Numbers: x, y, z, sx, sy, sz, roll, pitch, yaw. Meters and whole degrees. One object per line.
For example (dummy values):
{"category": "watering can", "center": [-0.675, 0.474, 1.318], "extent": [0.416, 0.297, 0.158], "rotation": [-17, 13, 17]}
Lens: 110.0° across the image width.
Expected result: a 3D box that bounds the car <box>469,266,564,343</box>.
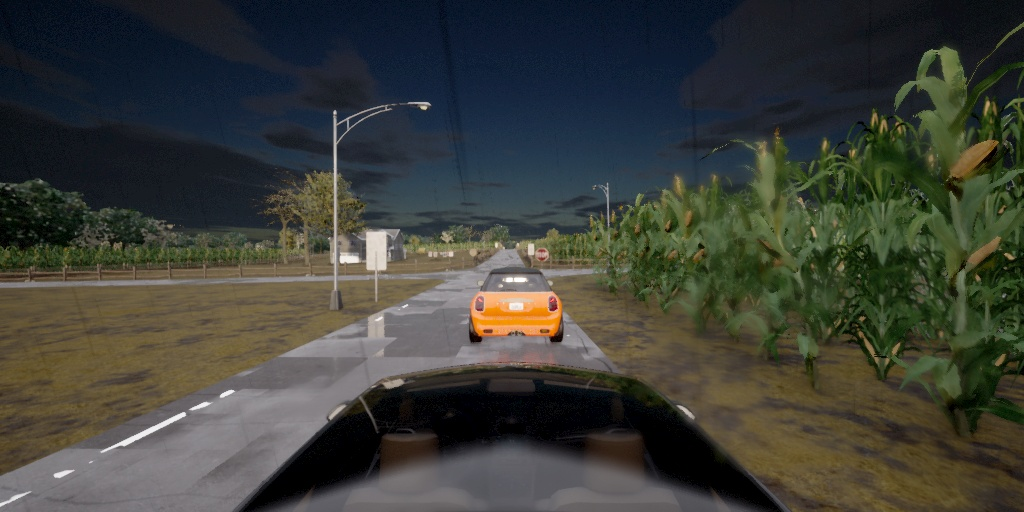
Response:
{"category": "car", "center": [0.092, 1.079, 9.762], "extent": [2.097, 1.767, 4.553], "rotation": [0, 0, 0]}
